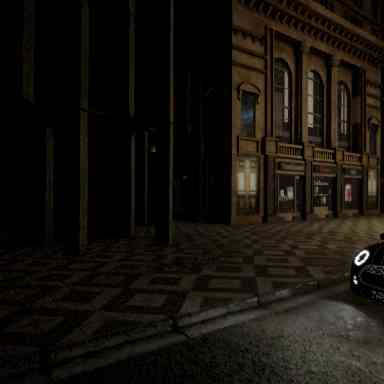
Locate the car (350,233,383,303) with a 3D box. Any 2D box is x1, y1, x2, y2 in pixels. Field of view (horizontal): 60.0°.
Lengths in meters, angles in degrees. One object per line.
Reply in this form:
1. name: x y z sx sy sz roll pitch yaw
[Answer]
1. car: 5.490 1.355 7.322 4.553 1.767 2.097 0 0 -36
